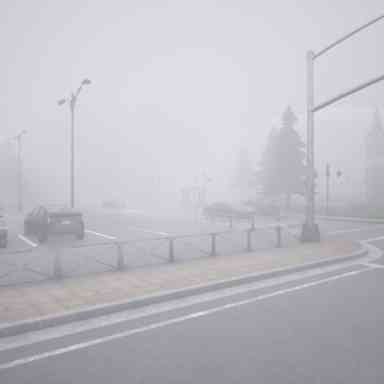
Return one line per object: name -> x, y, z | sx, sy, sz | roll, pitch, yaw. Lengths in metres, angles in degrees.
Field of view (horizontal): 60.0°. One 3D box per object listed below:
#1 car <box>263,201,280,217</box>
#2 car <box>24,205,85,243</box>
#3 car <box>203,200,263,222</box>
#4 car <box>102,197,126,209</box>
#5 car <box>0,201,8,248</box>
car -> 5.407, 1.490, 29.285 | 1.837, 1.490, 4.892 | 0, 0, -36
car -> -6.387, 1.337, 15.298 | 2.007, 1.523, 4.514 | 0, 0, -36
car -> 2.904, 1.465, 26.459 | 1.882, 1.535, 5.008 | 0, 0, -36
car -> -10.485, 1.481, 44.710 | 2.128, 1.511, 4.902 | 0, 0, -36
car -> -8.898, 1.330, 13.417 | 2.152, 1.636, 5.027 | 0, 0, -36
